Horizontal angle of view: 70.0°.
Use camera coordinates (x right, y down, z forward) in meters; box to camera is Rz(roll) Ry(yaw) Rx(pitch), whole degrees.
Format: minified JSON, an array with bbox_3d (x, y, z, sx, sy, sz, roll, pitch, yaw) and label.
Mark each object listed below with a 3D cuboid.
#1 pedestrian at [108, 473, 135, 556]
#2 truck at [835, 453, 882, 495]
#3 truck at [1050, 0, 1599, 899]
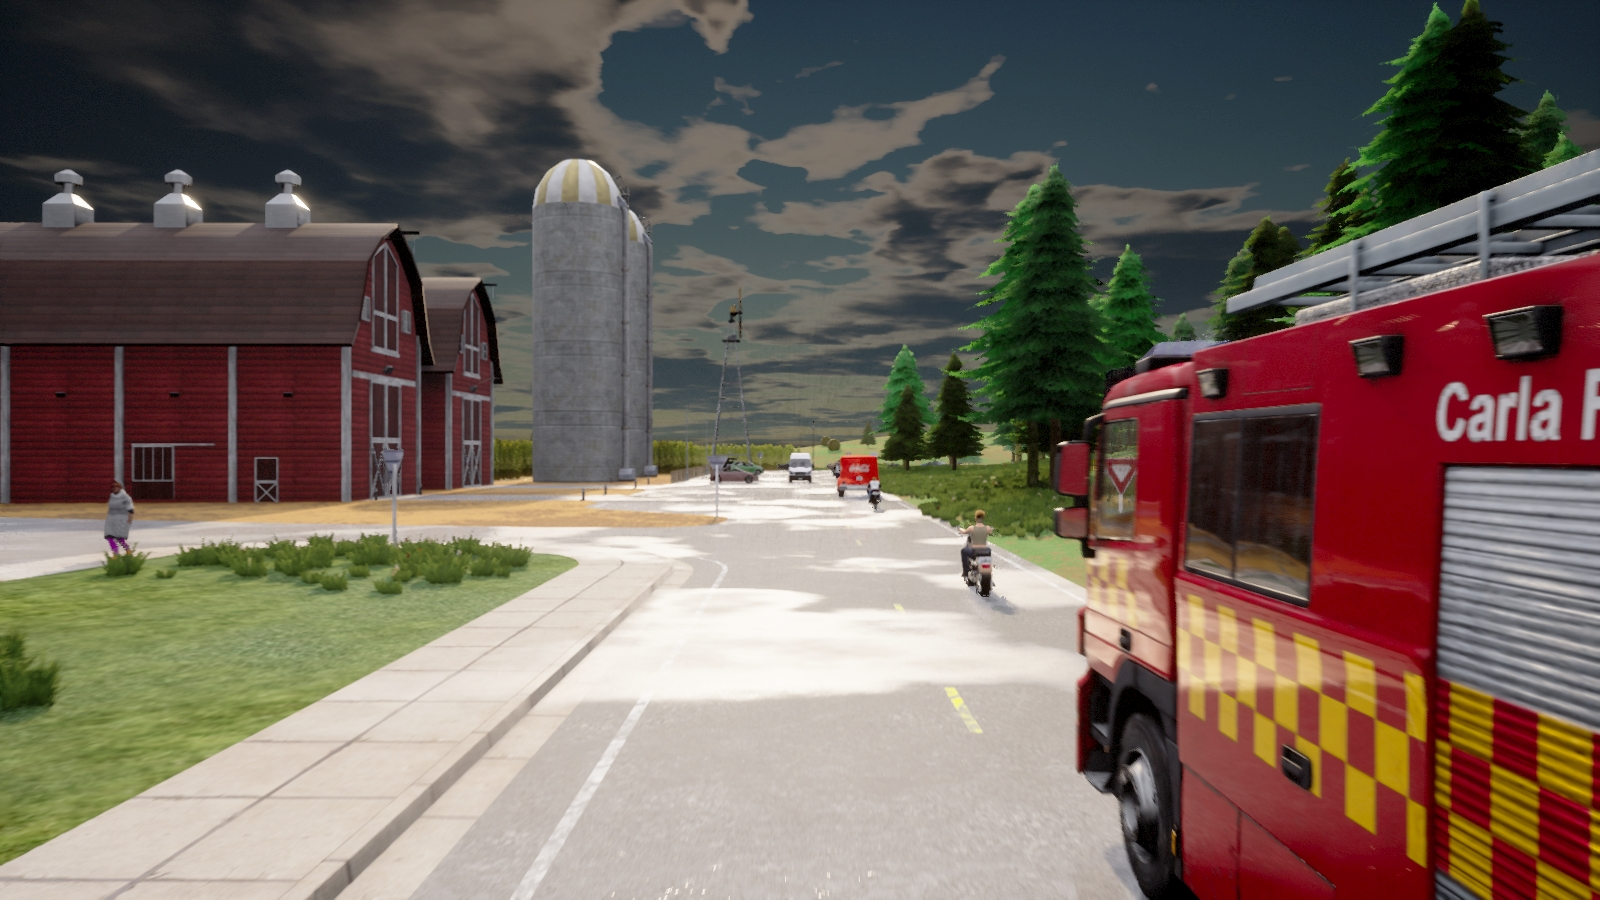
[{"bbox_3d":[-15.542,1.470,26.179,0.375,1.860,0.375,0,0,6],"label":"pedestrian"},{"bbox_3d":[3.523,1.428,70.047,2.627,2.467,5.204,0,0,0],"label":"truck"},{"bbox_3d":[3.499,0.750,5.115,2.891,3.827,8.468,0,0,0],"label":"truck"}]
